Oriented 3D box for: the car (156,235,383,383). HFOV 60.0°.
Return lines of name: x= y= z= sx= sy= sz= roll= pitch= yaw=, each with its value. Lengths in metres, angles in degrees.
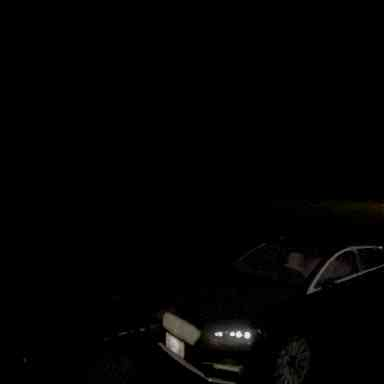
car: x=1.787 y=1.495 z=5.272 sx=4.902 sy=1.511 sz=2.128 roll=0 pitch=0 yaw=-36
